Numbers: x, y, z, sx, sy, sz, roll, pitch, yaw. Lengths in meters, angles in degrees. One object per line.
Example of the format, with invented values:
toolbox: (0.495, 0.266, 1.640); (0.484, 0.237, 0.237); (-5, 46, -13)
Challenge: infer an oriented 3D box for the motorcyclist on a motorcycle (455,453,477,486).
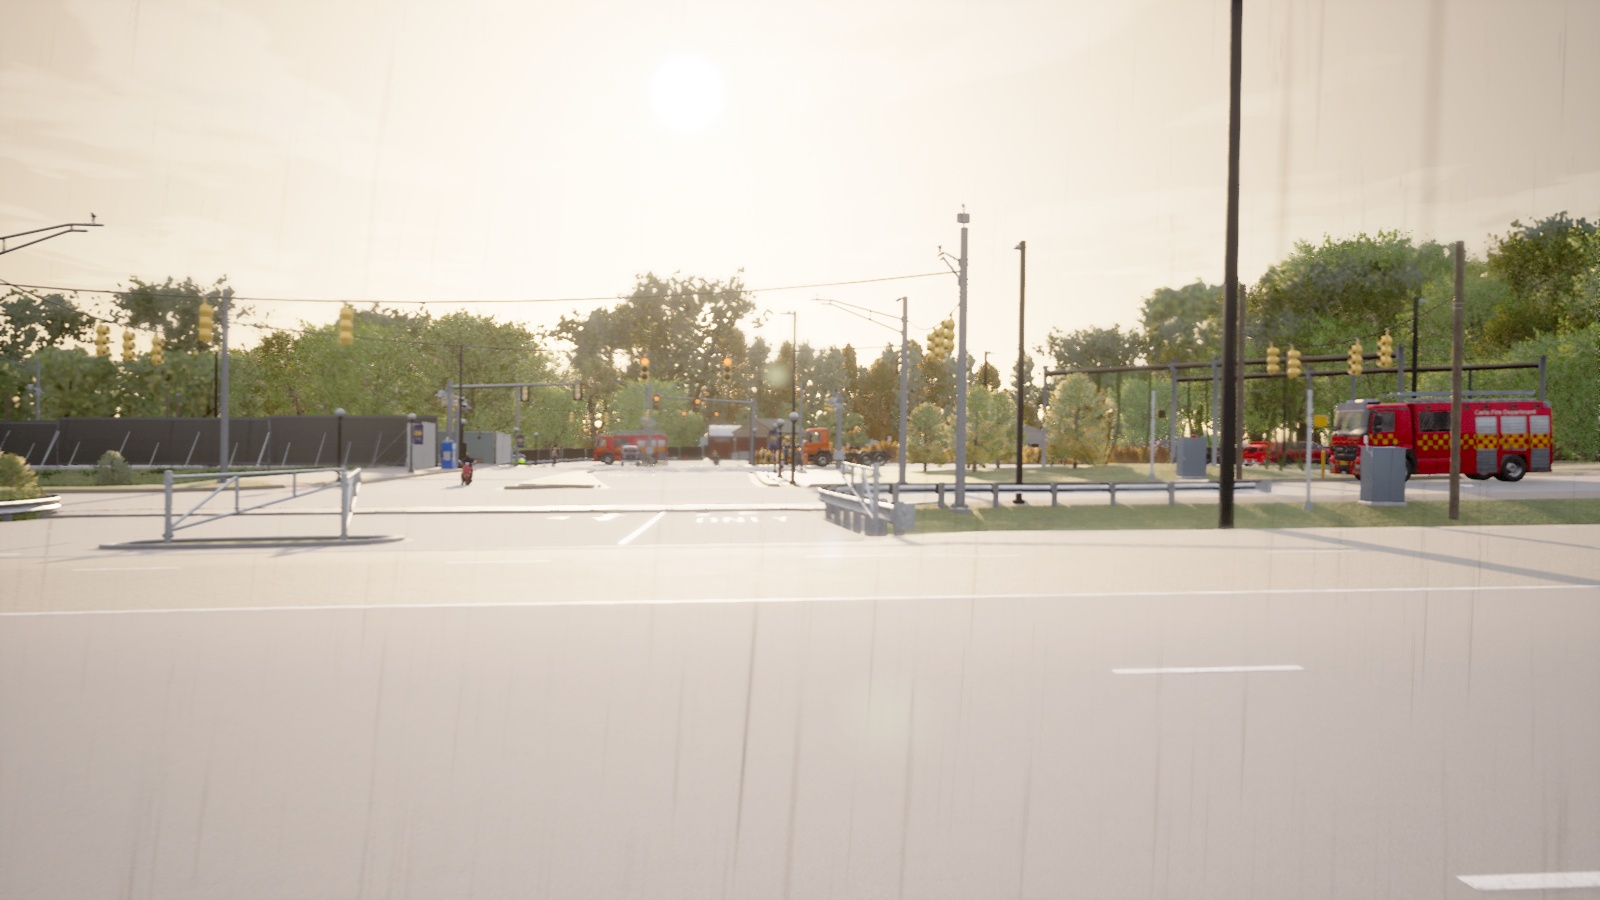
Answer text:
motorcyclist on a motorcycle: (-16.321, 0.935, 61.439); (0.866, 1.590, 1.817); (0, 0, -9)

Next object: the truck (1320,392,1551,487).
truck: (26.971, -0.481, 53.482); (8.468, 3.827, 2.891); (-1, 1, -5)
